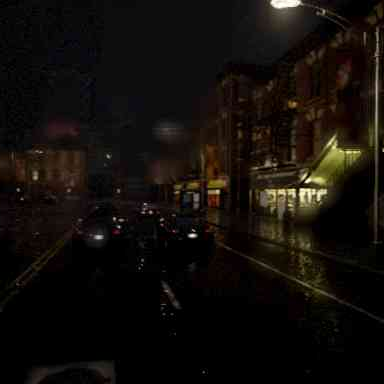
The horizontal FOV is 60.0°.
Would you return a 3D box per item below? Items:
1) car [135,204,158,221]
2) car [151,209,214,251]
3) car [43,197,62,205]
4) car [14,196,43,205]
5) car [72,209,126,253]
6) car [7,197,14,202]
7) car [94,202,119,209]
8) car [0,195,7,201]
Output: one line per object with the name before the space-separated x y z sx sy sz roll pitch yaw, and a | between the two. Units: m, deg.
car | -3.888 1.712 29.141 2.033 1.411 5.357 1 0 -13
car | -0.445 1.668 14.843 1.994 1.385 4.181 1 0 -13
car | -25.374 1.610 60.291 4.902 1.511 2.128 0 -1 42
car | -28.914 1.658 58.633 4.718 1.301 1.895 0 -1 38
car | -3.845 1.618 14.011 1.994 1.385 4.181 1 0 -13
car | -40.444 1.651 78.680 4.718 1.301 1.895 1 0 16
car | -7.363 1.623 28.635 1.837 1.490 4.892 1 0 -13
car | -46.107 1.509 79.551 4.674 1.452 2.002 1 0 6
